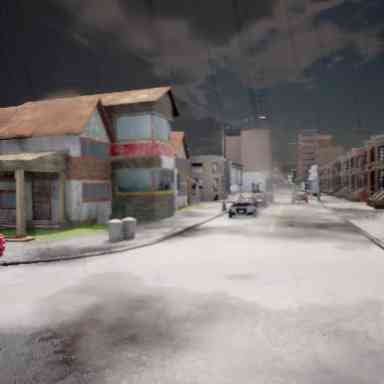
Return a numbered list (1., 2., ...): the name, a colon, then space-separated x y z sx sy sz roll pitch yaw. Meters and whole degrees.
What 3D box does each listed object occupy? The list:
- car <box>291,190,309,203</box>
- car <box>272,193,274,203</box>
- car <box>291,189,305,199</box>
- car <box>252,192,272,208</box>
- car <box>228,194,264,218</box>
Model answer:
1. car: 13.530 0.605 41.741 1.812 1.442 4.674 -1 1 17
2. car: 9.848 0.657 43.934 2.033 1.411 5.357 -1 1 17
3. car: 17.650 0.328 55.602 2.033 1.411 5.357 -1 1 17
4. car: 6.795 0.831 33.942 1.837 1.490 4.892 -1 1 17
5. car: 3.913 1.096 24.427 1.994 1.385 4.181 -1 1 17
